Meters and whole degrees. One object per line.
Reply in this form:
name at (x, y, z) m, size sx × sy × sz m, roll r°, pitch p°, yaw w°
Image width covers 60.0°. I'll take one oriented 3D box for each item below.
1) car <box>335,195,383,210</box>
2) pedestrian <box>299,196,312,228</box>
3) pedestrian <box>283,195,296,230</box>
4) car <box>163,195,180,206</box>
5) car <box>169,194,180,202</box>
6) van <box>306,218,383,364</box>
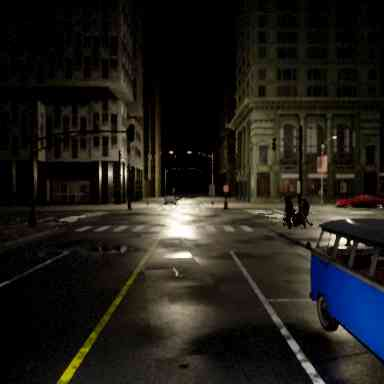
car at (17.722, 1.077, 34.946) m, size 5.008 × 1.535 × 1.882 m, roll -1°, pitch 0°, yaw 0°
pedestrian at (6.224, 1.082, 18.284) m, size 0.375 × 1.860 × 0.375 m, roll 0°, pitch 0°, yaw 0°
pedestrian at (5.131, 1.083, 17.680) m, size 0.375 × 1.860 × 0.375 m, roll 0°, pitch 0°, yaw 0°
car at (-3.380, 1.343, 51.991) m, size 2.033 × 1.411 × 5.357 m, roll 0°, pitch 0°, yaw 0°
car at (-3.476, 1.257, 68.413) m, size 2.033 × 1.411 × 5.357 m, roll 0°, pitch 0°, yaw -1°
van at (2.835, 1.327, 4.231) m, size 1.690 × 1.788 × 3.998 m, roll 0°, pitch 0°, yaw 0°
